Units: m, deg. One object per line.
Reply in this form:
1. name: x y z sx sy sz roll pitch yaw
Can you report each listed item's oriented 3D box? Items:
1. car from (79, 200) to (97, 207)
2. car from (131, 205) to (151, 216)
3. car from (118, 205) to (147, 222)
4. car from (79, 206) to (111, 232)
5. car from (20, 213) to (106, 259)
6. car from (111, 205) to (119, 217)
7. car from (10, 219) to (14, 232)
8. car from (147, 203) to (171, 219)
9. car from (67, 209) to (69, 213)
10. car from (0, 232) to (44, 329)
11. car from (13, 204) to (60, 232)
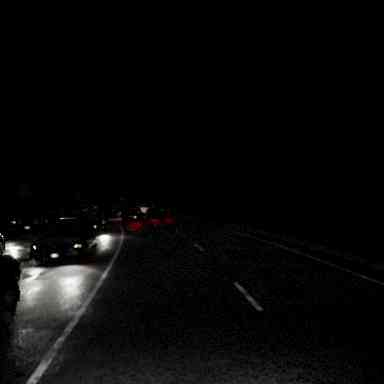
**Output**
1. car: -15.318 2.238 48.805 2.150 2.045 5.566 -1 -1 -25
2. car: -7.473 2.607 48.306 1.812 1.442 4.674 -1 -1 -23
3. car: -6.404 2.295 35.377 1.837 1.490 4.892 -1 -1 -18
4. car: -7.115 2.045 24.275 1.882 1.535 5.008 -1 -1 -14
5. car: -5.099 1.849 14.005 2.033 1.411 5.357 -1 -1 -9
6. car: -10.492 2.626 46.454 1.837 1.490 4.892 -1 -1 -23
7. car: -8.341 1.889 11.808 1.994 1.385 4.181 -1 -1 -8
8. car: -4.098 2.173 39.570 2.097 1.767 4.553 -1 -1 -20
9. car: -18.502 2.620 47.364 1.994 1.385 4.181 -1 -1 -25
10. car: -3.963 1.615 4.375 2.128 1.511 4.902 -1 -1 -6
11. car: -10.184 1.808 22.054 2.150 2.045 5.566 -1 -1 -13
